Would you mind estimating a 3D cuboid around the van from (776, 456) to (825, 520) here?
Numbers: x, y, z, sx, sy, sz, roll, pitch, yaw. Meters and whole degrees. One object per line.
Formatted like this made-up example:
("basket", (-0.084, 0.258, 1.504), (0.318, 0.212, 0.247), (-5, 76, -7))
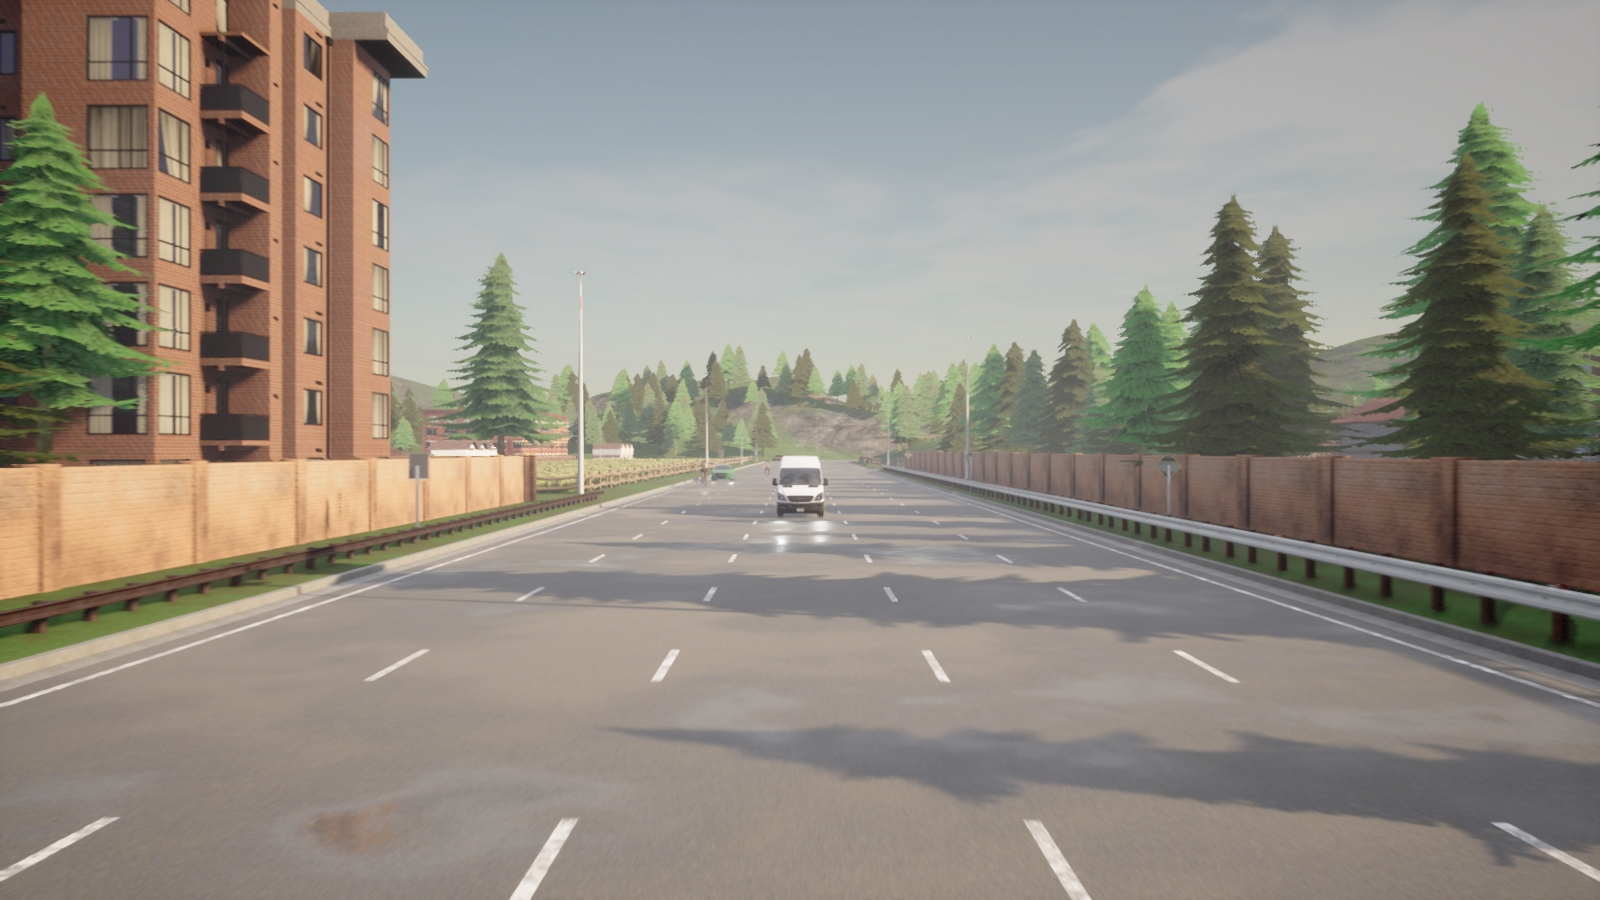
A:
("van", (0.016, 1.534, 48.806), (1.988, 2.561, 5.915), (0, 0, 0))
